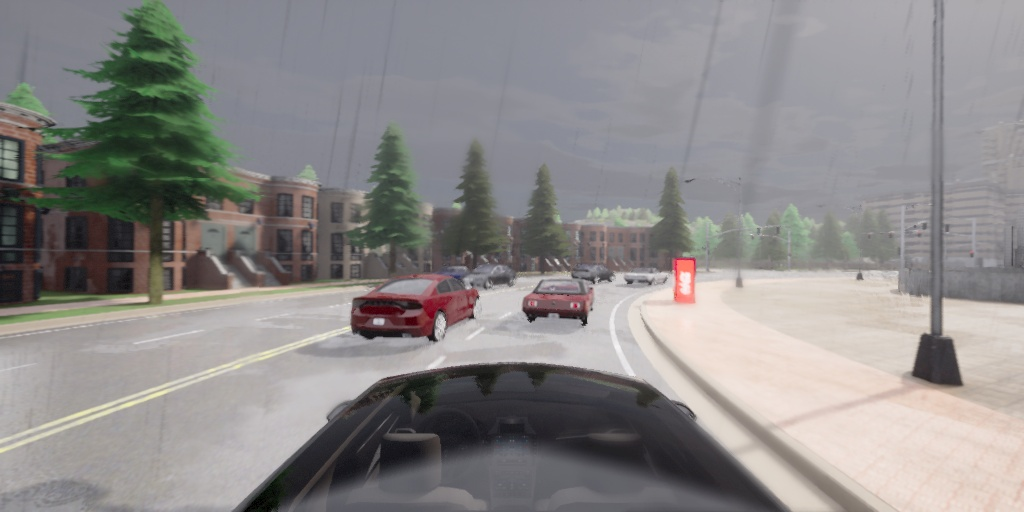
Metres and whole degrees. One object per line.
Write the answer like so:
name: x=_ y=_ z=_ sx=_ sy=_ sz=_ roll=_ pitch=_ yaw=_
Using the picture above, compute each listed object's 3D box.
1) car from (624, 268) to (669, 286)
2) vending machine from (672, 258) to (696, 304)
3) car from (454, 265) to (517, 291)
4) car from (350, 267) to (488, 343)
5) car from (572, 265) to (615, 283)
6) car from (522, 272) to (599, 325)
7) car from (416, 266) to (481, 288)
car: x=10.461 y=1.566 z=27.655 sx=1.895 sy=1.301 sz=4.718 roll=0 pitch=0 yaw=42
vending machine: x=7.455 y=1.081 z=15.511 sx=1.100 sy=2.100 sz=0.880 roll=0 pitch=0 yaw=24
car: x=-1.427 y=1.310 z=22.918 sx=2.128 sy=1.511 sz=4.902 roll=0 pitch=0 yaw=29
car: x=-2.309 y=1.235 z=9.915 sx=1.882 sy=1.535 sz=5.008 roll=0 pitch=0 yaw=11
car: x=6.448 y=1.416 z=28.209 sx=2.128 sy=1.511 sz=4.902 roll=0 pitch=0 yaw=38
car: x=1.785 y=1.412 z=12.217 sx=1.895 sy=1.301 sz=4.718 roll=1 pitch=0 yaw=16
car: x=-4.312 y=1.396 z=25.018 sx=1.895 sy=1.301 sz=4.718 roll=0 pitch=0 yaw=29
